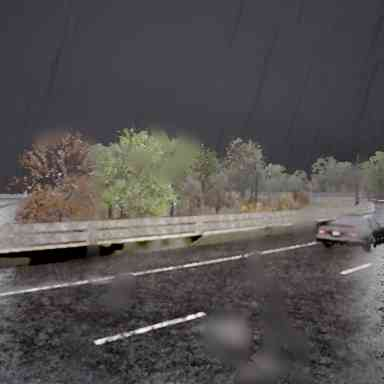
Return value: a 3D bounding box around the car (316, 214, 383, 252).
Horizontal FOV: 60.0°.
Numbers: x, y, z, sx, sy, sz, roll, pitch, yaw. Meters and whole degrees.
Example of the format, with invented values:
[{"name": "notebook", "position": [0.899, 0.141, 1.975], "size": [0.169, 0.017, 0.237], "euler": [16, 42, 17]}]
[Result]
[{"name": "car", "position": [7.443, 1.685, 14.680], "size": [5.357, 1.411, 2.033], "euler": [1, 0, -43]}]
